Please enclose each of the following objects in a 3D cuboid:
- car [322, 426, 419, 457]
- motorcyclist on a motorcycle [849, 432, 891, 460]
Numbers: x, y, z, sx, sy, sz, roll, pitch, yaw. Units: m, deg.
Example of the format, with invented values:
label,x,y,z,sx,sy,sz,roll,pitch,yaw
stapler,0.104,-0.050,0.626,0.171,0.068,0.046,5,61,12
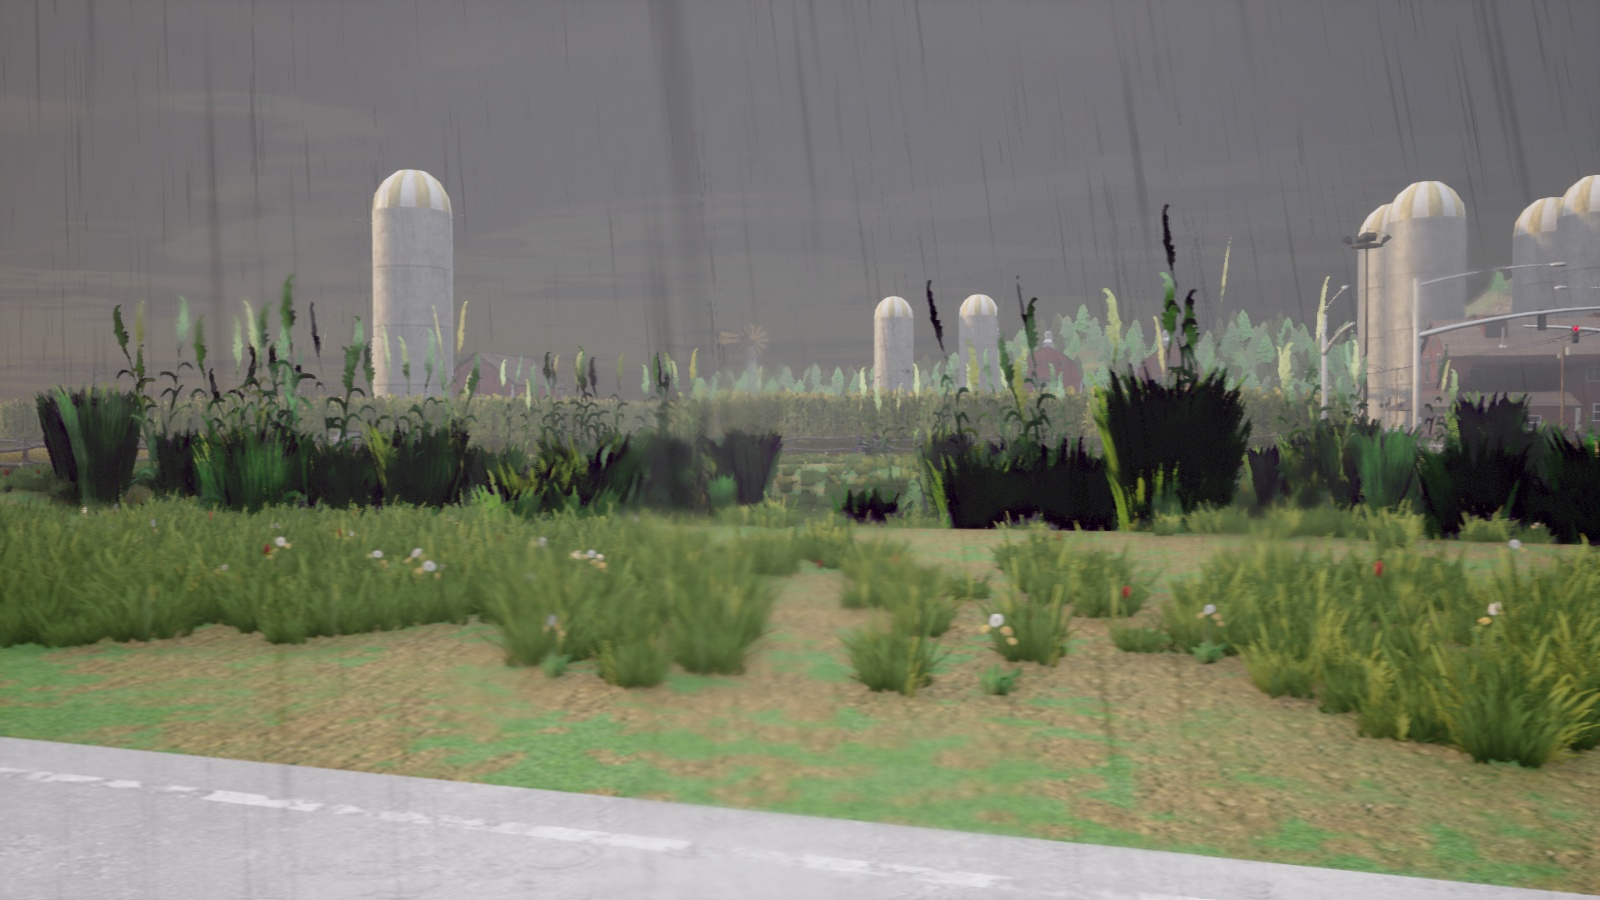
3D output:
label,x,y,z,sx,sy,sz,roll,pitch,yaw
car,-24.411,-0.495,71.428,4.856,1.649,2.033,1,1,13
motorcyclist on a motorcycle,3.808,-0.225,68.338,2.191,1.530,0.866,0,1,13
